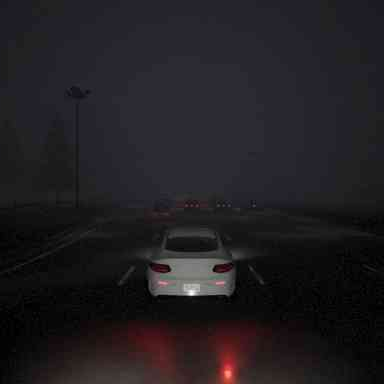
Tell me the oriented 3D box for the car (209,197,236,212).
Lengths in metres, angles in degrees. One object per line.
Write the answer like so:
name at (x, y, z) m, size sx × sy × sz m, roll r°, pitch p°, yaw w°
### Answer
car at (3.471, 1.547, 38.793) m, size 2.033 × 1.411 × 5.357 m, roll 0°, pitch 0°, yaw 0°

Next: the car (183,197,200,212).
car at (-0.029, 1.547, 38.790) m, size 2.033 × 1.411 × 5.357 m, roll 0°, pitch 0°, yaw 0°

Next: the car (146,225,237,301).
car at (-0.006, 1.526, 8.181) m, size 1.812 × 1.442 × 4.674 m, roll 0°, pitch 0°, yaw 0°

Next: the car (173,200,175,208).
car at (-3.537, 1.491, 49.207) m, size 2.128 × 1.511 × 4.902 m, roll 0°, pitch 0°, yaw 0°

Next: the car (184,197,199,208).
car at (-0.037, 1.491, 49.209) m, size 2.128 × 1.511 × 4.902 m, roll 0°, pitch 0°, yaw 0°

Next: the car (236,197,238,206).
car at (6.963, 1.526, 49.215) m, size 1.812 × 1.442 × 4.674 m, roll 0°, pitch 0°, yaw 0°

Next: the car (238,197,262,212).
car at (6.970, 1.564, 39.212) m, size 1.994 × 1.385 × 4.181 m, roll 0°, pitch 0°, yaw 0°

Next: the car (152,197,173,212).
car at (-3.530, 1.526, 39.204) m, size 1.812 × 1.442 × 4.674 m, roll 0°, pitch 0°, yaw 0°
